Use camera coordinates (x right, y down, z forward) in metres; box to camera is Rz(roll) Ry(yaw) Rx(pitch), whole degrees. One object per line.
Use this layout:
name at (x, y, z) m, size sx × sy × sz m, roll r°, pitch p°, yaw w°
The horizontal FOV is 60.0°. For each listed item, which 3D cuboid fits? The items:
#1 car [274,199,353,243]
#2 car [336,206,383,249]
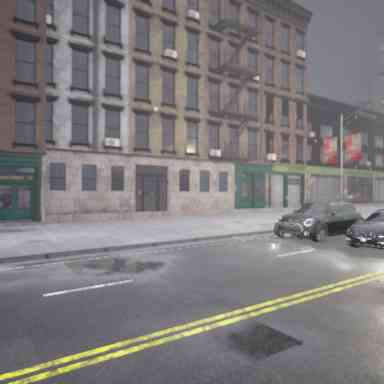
car at (5.931, 1.230, 15.443) m, size 4.553 × 1.767 × 2.097 m, roll -1°, pitch 0°, yaw -34°
car at (7.945, 1.380, 12.882) m, size 4.892 × 1.490 × 1.837 m, roll -1°, pitch 0°, yaw -34°
